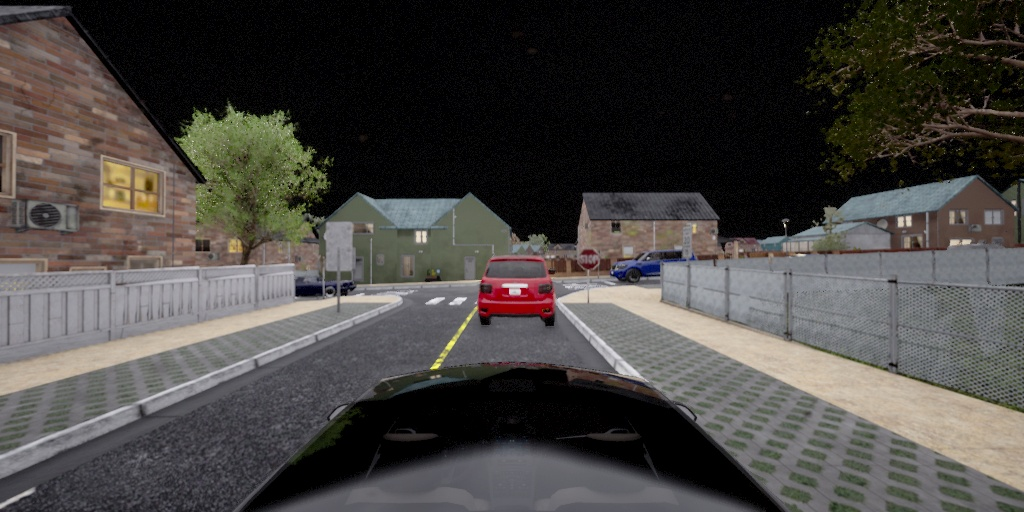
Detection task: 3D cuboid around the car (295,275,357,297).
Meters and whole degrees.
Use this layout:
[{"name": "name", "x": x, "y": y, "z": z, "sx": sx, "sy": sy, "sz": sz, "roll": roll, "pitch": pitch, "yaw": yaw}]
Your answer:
[{"name": "car", "x": -11.645, "y": 1.772, "z": 20.758, "sx": 4.718, "sy": 1.301, "sz": 1.895, "roll": -2, "pitch": -1, "yaw": 0}]

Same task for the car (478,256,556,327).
[{"name": "car", "x": 0.261, "y": 1.001, "z": 11.880, "sx": 2.150, "sy": 2.045, "sz": 5.566, "roll": 0, "pitch": 0, "yaw": 4}]

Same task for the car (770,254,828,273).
[{"name": "car", "x": 19.081, "y": 0.595, "z": 23.540, "sx": 4.674, "sy": 1.442, "sz": 1.812, "roll": -2, "pitch": -1, "yaw": 0}]

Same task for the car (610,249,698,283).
[{"name": "car", "x": 9.287, "y": 0.644, "z": 23.491, "sx": 5.566, "sy": 2.045, "sz": 2.150, "roll": -2, "pitch": -1, "yaw": -2}]

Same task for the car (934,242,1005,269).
[{"name": "car", "x": 29.652, "y": 0.046, "z": 23.489, "sx": 4.553, "sy": 1.767, "sz": 2.097, "roll": -2, "pitch": -1, "yaw": 0}]
